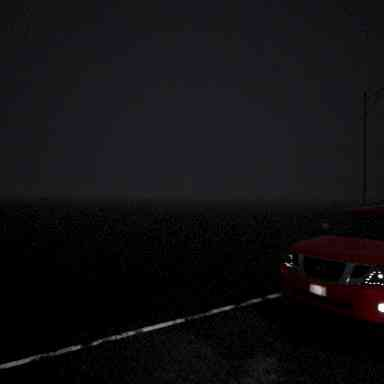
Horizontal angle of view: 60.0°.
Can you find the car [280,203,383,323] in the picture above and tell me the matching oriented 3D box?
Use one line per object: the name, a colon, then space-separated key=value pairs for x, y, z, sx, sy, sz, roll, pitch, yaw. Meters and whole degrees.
car: x=4.320 y=1.275 z=7.077 sx=5.566 sy=2.045 sz=2.150 roll=0 pitch=0 yaw=-36
